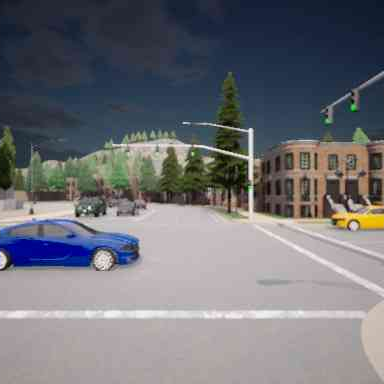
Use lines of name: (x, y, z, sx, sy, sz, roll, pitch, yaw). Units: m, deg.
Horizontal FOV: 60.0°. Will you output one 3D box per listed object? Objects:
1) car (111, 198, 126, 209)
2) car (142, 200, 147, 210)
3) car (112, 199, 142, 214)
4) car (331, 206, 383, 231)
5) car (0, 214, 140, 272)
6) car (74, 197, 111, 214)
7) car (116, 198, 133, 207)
car: (-12.642, 1.974, 54.472, 2.033, 1.411, 5.357, 0, -1, -19)
car: (-7.830, 1.866, 49.651, 1.882, 1.535, 5.008, 0, -1, -12)
car: (-6.823, 1.783, 35.588, 1.837, 1.490, 4.892, 0, 0, -1)
car: (11.451, 1.644, 21.151, 5.008, 1.535, 1.882, 0, 0, 0)
car: (-4.175, 1.600, 10.528, 5.008, 1.535, 1.882, 0, 0, 0)
car: (-10.304, 1.490, 34.277, 2.150, 2.045, 5.566, 0, -1, -2)
car: (-12.861, 1.998, 63.400, 1.837, 1.490, 4.892, 0, 0, -29)
